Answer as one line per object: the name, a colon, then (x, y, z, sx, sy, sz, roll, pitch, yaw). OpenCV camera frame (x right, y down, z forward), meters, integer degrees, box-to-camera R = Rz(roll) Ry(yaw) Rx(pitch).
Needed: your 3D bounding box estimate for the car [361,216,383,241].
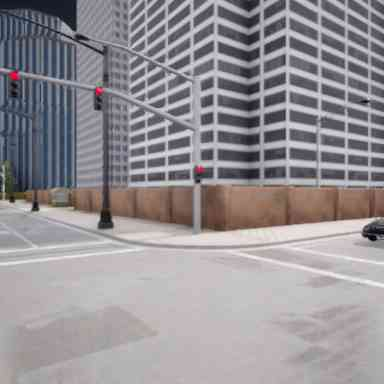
car: (10.071, 1.533, 15.477, 5.357, 1.411, 2.033, 0, 0, -35)
